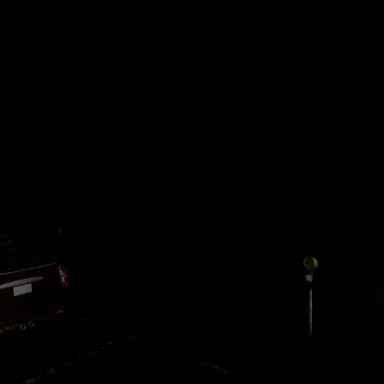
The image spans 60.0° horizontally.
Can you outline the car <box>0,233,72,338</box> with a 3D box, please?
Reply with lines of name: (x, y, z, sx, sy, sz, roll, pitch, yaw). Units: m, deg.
car: (-4.033, 1.440, 5.949, 4.097, 1.590, 1.967, 0, 0, 35)
